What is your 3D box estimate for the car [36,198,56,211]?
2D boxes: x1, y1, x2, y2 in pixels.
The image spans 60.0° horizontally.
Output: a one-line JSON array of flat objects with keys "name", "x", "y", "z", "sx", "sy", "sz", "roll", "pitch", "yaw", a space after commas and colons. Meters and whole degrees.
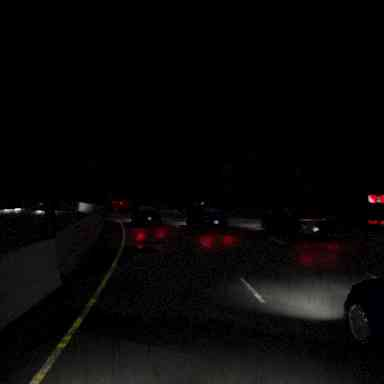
[{"name": "car", "x": -20.197, "y": 1.599, "z": 45.815, "sx": 2.097, "sy": 1.767, "sz": 4.553, "roll": 0, "pitch": 0, "yaw": -31}]

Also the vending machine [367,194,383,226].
[{"name": "vending machine", "x": 12.484, "y": 1.174, "z": 22.173, "sx": 1.100, "sy": 2.100, "sz": 0.880, "roll": 0, "pitch": 0, "yaw": -12}]

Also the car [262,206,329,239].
[{"name": "car", "x": 5.251, "y": 1.496, "z": 17.560, "sx": 2.128, "sy": 1.511, "sz": 4.902, "roll": 0, "pitch": 0, "yaw": -9}]

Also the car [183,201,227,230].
[{"name": "car", "x": 0.905, "y": 1.557, "z": 21.435, "sx": 1.812, "sy": 1.442, "sz": 4.674, "roll": 0, "pitch": 0, "yaw": -12}]

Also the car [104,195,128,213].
[{"name": "car", "x": -9.187, "y": 1.366, "z": 40.318, "sx": 2.150, "sy": 2.045, "sz": 5.566, "roll": 0, "pitch": 0, "yaw": -24}]

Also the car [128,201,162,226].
[{"name": "car", "x": -3.371, "y": 1.585, "z": 24.142, "sx": 1.812, "sy": 1.442, "sz": 4.674, "roll": 0, "pitch": 0, "yaw": -15}]

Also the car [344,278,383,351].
[{"name": "car", "x": 3.354, "y": 1.519, "z": 3.272, "sx": 1.812, "sy": 1.442, "sz": 4.674, "roll": 0, "pitch": 0, "yaw": -2}]

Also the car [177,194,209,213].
[{"name": "car", "x": 0.135, "y": 1.290, "z": 36.209, "sx": 2.150, "sy": 2.045, "sz": 5.566, "roll": 0, "pitch": 0, "yaw": -21}]

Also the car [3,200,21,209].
[{"name": "car", "x": -27.407, "y": 1.894, "z": 50.524, "sx": 1.994, "sy": 1.385, "sz": 4.181, "roll": 0, "pitch": 0, "yaw": -35}]
